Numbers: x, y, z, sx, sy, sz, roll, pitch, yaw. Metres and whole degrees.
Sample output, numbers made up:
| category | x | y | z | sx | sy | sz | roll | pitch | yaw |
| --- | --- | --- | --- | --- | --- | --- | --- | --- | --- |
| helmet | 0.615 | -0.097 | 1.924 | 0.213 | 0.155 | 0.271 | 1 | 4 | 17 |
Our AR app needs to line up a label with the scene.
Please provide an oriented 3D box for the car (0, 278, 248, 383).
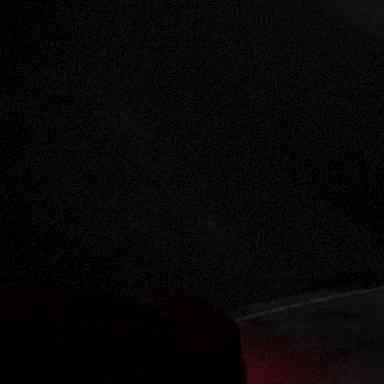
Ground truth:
| category | x | y | z | sx | sy | sz | roll | pitch | yaw |
| --- | --- | --- | --- | --- | --- | --- | --- | --- | --- |
| car | -1.889 | 1.469 | 2.243 | 5.008 | 1.535 | 1.882 | 1 | 0 | -33 |
